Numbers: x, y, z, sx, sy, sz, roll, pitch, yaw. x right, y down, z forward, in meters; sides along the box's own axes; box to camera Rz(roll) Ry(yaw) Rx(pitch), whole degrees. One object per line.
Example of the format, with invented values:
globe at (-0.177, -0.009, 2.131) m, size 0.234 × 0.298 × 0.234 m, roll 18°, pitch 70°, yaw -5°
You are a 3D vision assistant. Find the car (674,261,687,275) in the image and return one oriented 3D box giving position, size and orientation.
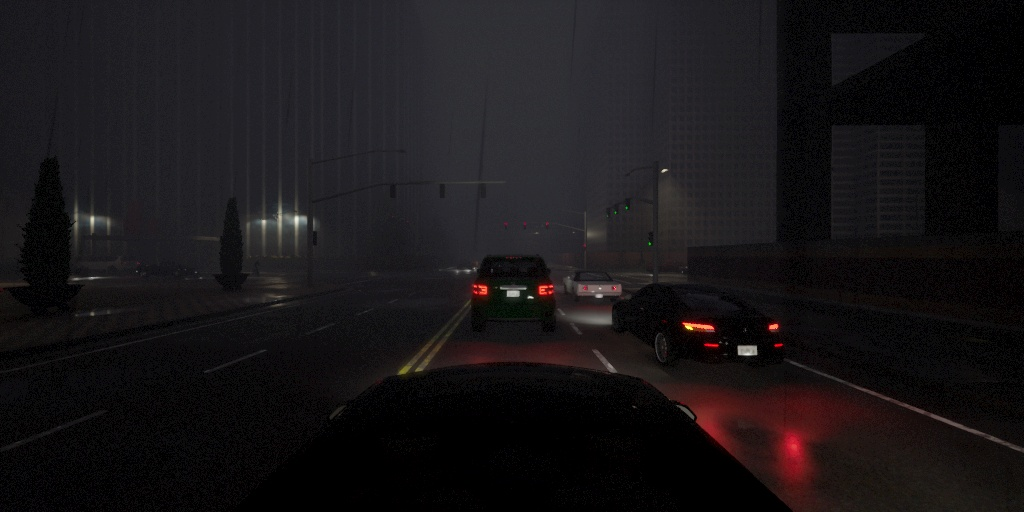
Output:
car at (19.877, 1.351, 37.168) m, size 4.718 × 1.301 × 1.895 m, roll 0°, pitch 0°, yaw 1°

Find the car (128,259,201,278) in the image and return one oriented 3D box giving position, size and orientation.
car at (-31.586, 1.241, 33.034) m, size 4.902 × 1.511 × 2.128 m, roll 0°, pitch 0°, yaw 0°

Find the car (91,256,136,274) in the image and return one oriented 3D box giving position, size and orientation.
car at (-45.253, 0.972, 40.146) m, size 5.566 × 2.045 × 2.150 m, roll 0°, pitch 0°, yaw -1°

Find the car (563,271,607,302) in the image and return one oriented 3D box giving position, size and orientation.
car at (3.593, 1.351, 16.932) m, size 1.895 × 1.301 × 4.718 m, roll 0°, pitch 0°, yaw 0°

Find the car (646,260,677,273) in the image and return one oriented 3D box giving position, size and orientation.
car at (17.808, 1.227, 40.681) m, size 5.008 × 1.535 × 1.882 m, roll 0°, pitch 0°, yaw 0°

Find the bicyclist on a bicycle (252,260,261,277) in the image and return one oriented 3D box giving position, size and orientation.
bicyclist on a bicycle at (-24.645, 1.203, 34.554) m, size 0.582 × 1.620 × 1.656 m, roll 0°, pitch 0°, yaw -13°

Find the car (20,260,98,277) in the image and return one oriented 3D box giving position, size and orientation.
car at (-41.554, 1.314, 32.987) m, size 4.181 × 1.385 × 1.994 m, roll 0°, pitch 0°, yaw 0°

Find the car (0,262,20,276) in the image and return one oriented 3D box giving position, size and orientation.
car at (-50.679, 1.314, 36.566) m, size 4.181 × 1.385 × 1.994 m, roll 0°, pitch 0°, yaw 3°

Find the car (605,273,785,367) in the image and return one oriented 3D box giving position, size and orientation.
car at (3.589, 1.276, 7.770) m, size 1.812 × 1.442 × 4.674 m, roll 0°, pitch 0°, yaw 0°

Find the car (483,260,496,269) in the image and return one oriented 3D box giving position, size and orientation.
car at (-3.549, 1.351, 57.510) m, size 1.895 × 1.301 × 4.718 m, roll 0°, pitch 0°, yaw 0°

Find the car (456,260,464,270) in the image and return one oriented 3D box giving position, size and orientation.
car at (-7.059, 1.275, 53.730) m, size 1.812 × 1.442 × 4.674 m, roll 0°, pitch 0°, yaw 0°

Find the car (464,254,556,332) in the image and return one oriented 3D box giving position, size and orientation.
car at (0.057, 0.971, 11.013) m, size 2.150 × 2.045 × 5.566 m, roll 0°, pitch 0°, yaw 1°

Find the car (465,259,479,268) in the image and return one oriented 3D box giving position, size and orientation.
car at (-7.025, 1.227, 63.065) m, size 1.882 × 1.535 × 5.008 m, roll 0°, pitch 0°, yaw 0°
